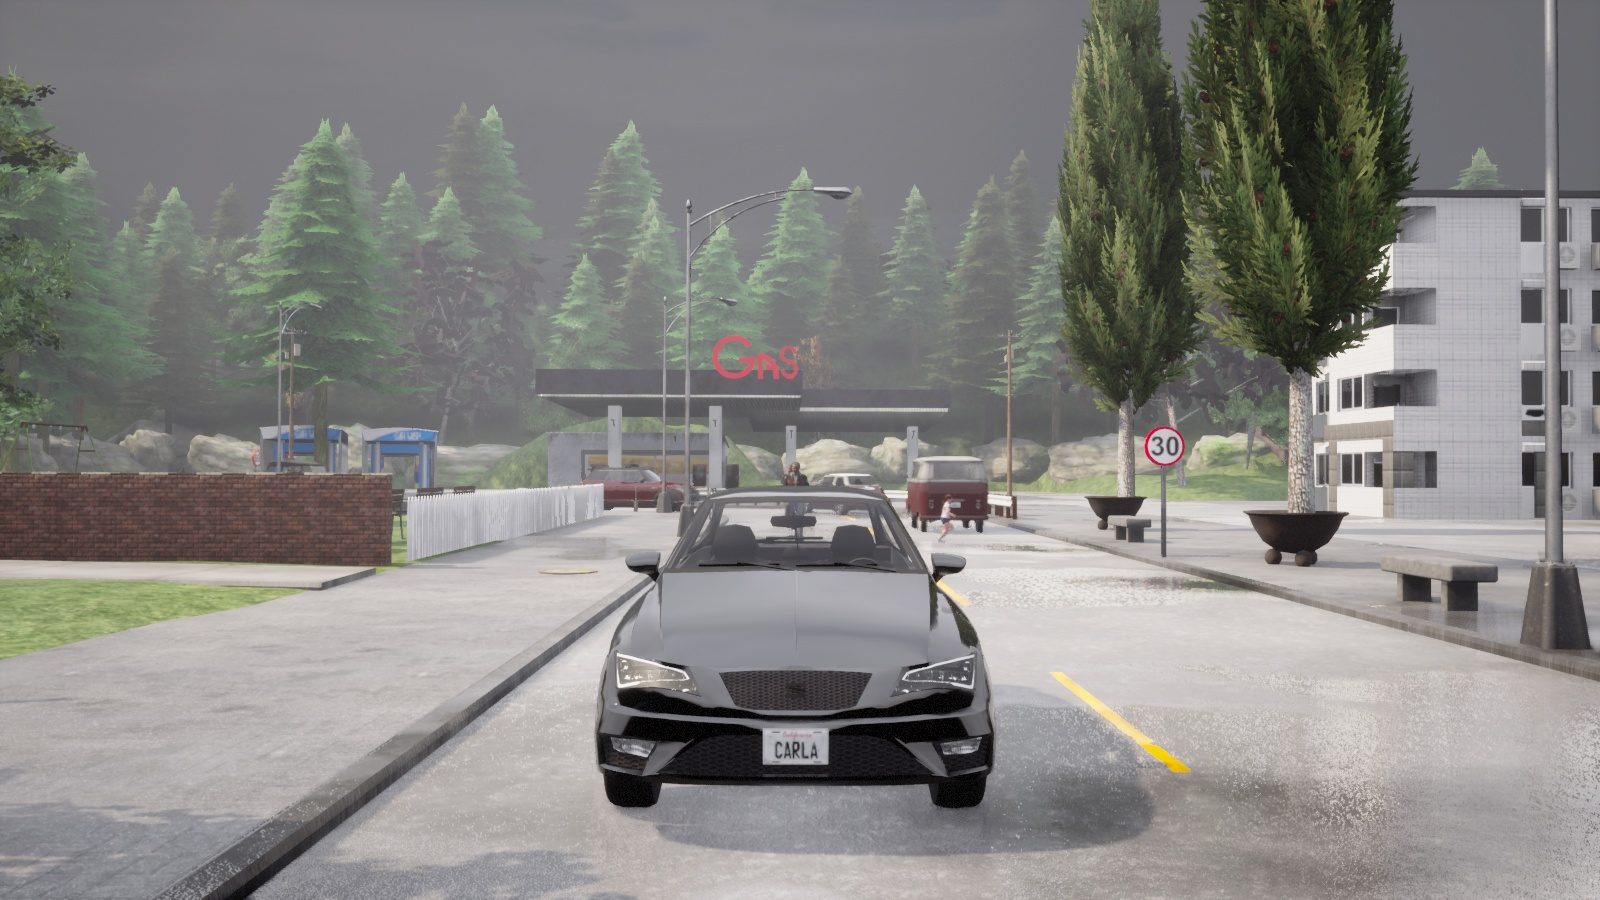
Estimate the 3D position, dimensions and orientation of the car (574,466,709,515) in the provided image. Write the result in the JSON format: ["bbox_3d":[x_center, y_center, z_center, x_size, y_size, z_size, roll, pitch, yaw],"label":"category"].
[{"bbox_3d":[-5.859,1.479,46.642,4.553,1.767,2.097,0,-1,12],"label":"car"}]

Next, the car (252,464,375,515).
[{"bbox_3d":[-18.270,1.475,47.267,3.866,1.878,1.905,0,-1,0],"label":"car"}]

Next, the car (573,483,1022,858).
[{"bbox_3d":[-0.019,0.949,7.198,1.816,1.474,4.193,0,-1,0],"label":"car"}]

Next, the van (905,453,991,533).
[{"bbox_3d":[3.900,1.118,33.789,1.775,1.987,4.442,0,-1,0],"label":"van"}]

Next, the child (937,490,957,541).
[{"bbox_3d":[3.238,1.438,27.670,0.394,1.110,0.255,0,-1,-3],"label":"child"}]

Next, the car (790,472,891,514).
[{"bbox_3d":[1.442,1.549,46.115,1.970,1.475,3.806,0,-1,-30],"label":"car"}]
